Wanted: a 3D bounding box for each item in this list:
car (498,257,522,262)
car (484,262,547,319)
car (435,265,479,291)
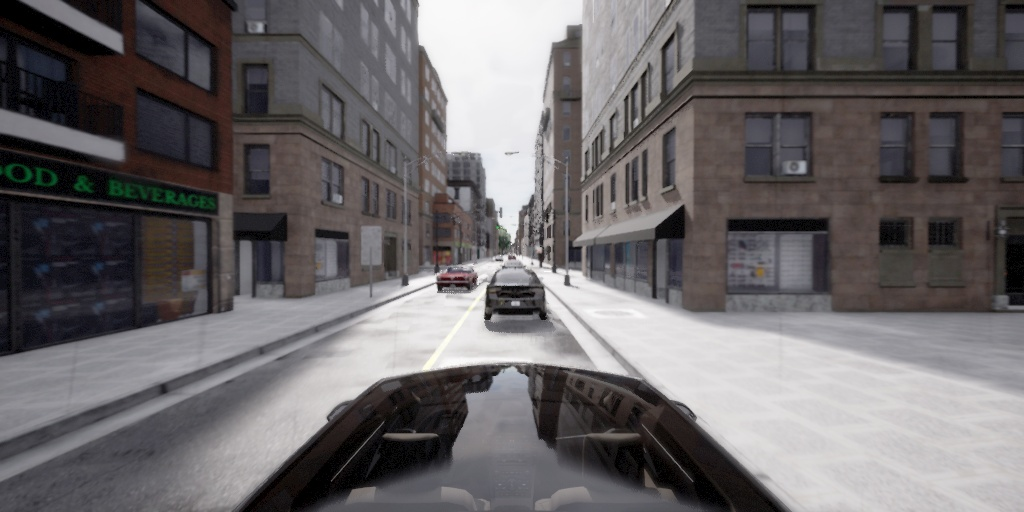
[{"bbox_3d":[0.105,1.062,27.650,1.837,1.490,4.892,0,0,0],"label":"car"},{"bbox_3d":[0.103,1.149,12.477,1.882,1.535,5.008,0,1,0],"label":"car"},{"bbox_3d":[-3.075,1.211,20.719,1.895,1.301,4.718,0,0,0],"label":"car"}]
